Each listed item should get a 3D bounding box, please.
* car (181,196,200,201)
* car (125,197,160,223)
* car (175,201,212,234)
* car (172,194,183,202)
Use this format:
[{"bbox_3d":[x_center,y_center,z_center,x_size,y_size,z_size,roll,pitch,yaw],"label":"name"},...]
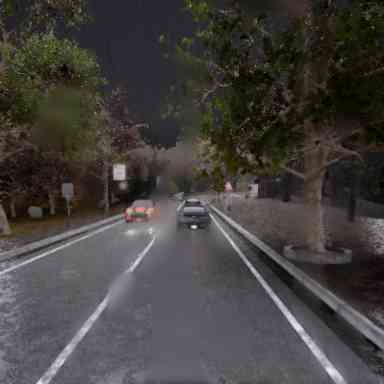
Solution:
[{"bbox_3d":[0.101,1.409,37.413,1.882,1.535,5.008,0,0,0],"label":"car"},{"bbox_3d":[-3.597,1.306,24.877,2.097,1.767,4.553,0,0,0],"label":"car"},{"bbox_3d":[0.100,1.470,18.869,1.837,1.490,4.892,0,0,0],"label":"car"},{"bbox_3d":[-2.754,1.164,66.589,2.097,1.767,4.553,1,1,5],"label":"car"}]
